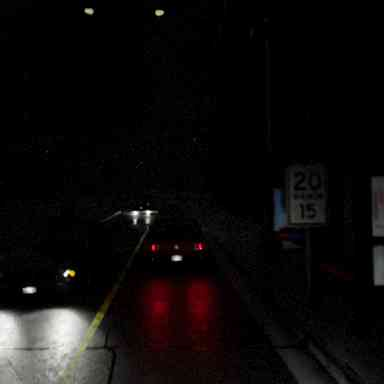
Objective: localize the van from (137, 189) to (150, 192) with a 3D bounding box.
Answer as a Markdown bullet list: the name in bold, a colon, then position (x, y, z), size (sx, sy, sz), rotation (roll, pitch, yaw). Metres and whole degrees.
- **van**: position (-9.531, 0.336, 63.971), size (1.690, 1.788, 3.998), rotation (1, 0, -4)

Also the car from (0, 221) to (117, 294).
- **car**: position (-3.364, 1.552, 9.293), size (2.033, 1.411, 5.357), rotation (-1, 1, -3)

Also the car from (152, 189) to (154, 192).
- **car**: position (-10.098, 0.238, 72.256), size (2.192, 1.841, 5.009), rotation (1, 0, -4)

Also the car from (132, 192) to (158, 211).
- **car**: position (-4.973, 1.058, 34.196), size (2.033, 1.411, 5.357), rotation (-1, 2, -3)

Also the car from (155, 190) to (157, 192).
- **car**: position (-11.547, 0.355, 93.370), size (1.802, 1.307, 4.206), rotation (1, 0, -4)

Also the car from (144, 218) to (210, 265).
- **car**: position (-0.569, 1.549, 11.556), size (1.895, 1.301, 4.718), rotation (-1, 1, -4)
